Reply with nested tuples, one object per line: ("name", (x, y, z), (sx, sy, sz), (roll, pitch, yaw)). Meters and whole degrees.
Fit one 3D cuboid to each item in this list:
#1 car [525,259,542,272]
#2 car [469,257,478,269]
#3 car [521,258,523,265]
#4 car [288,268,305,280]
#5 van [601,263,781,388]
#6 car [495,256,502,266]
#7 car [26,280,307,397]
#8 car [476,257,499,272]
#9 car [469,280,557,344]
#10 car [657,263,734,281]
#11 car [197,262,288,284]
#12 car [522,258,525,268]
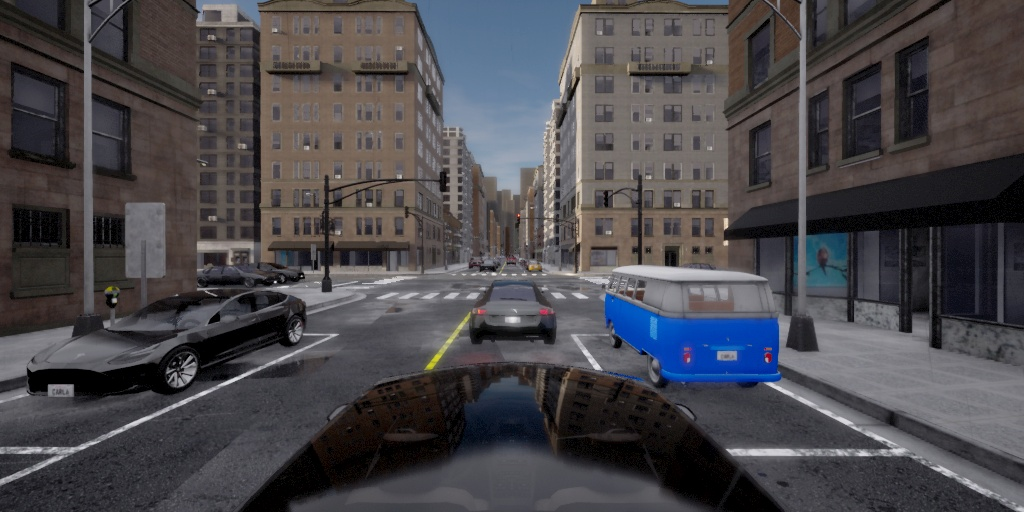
("car", (2.929, 1.267, 45.988), (1.751, 1.417, 4.829), (0, 0, 0))
("car", (-5.676, 1.050, 56.809), (2.192, 1.841, 5.009), (0, 0, 0))
("car", (2.849, 1.286, 56.870), (2.007, 1.370, 4.403), (0, 0, 0))
("car", (-17.860, 1.230, 26.316), (4.892, 1.490, 1.837), (0, 0, 0))
("van", (2.884, 1.090, 6.628), (1.690, 1.789, 3.998), (0, 0, 0))
("car", (-3.091, 1.228, 56.039), (2.128, 1.511, 4.902), (0, 0, 0))
("car", (-5.641, 1.315, 6.674), (1.948, 1.339, 4.313), (0, 0, 0))
("car", (-3.022, 1.219, 45.661), (1.882, 1.535, 5.008), (0, 0, 1))
("car", (0.046, 1.314, 9.553), (1.994, 1.385, 4.181), (0, 0, 1))
("car", (15.233, 1.289, 29.941), (5.357, 1.411, 2.033), (0, 0, 0))
("car", (-17.890, 1.282, 23.065), (5.357, 1.411, 2.033), (0, 0, 0))
("car", (2.890, 1.178, 51.344), (1.967, 1.591, 4.097), (0, 0, 0))
